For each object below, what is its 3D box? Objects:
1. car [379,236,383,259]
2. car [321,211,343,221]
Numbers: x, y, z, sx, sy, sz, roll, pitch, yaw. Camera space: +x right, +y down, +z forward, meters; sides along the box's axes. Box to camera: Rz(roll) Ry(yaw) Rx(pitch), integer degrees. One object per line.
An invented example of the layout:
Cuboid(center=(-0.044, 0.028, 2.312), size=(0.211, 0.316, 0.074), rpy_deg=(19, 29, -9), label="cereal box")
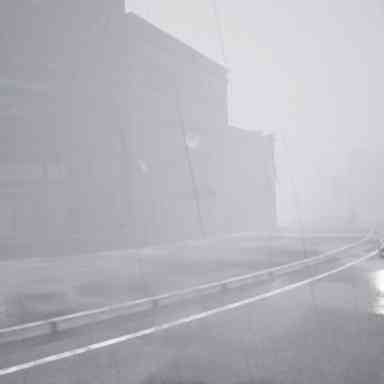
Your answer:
Cuboid(center=(8.691, 1.784, 12.964), size=(1.812, 1.442, 4.674), rpy_deg=(-1, -2, 39), label="car")
Cuboid(center=(21.706, 3.741, 51.725), size=(1.812, 1.442, 4.674), rpy_deg=(-2, -4, -2), label="car")
